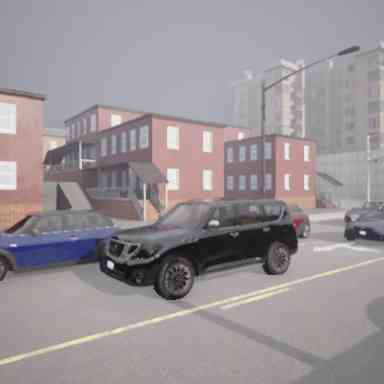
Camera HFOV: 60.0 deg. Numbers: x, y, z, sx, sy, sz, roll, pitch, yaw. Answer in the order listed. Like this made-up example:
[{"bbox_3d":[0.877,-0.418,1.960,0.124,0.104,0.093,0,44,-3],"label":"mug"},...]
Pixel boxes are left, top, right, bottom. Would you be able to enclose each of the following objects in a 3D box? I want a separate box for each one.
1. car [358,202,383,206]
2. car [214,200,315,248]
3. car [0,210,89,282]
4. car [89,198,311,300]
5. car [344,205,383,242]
[{"bbox_3d":[11.788,1.382,21.574,4.902,1.511,2.128,0,0,-37],"label":"car"},{"bbox_3d":[3.413,1.295,15.317,4.553,1.767,2.097,0,0,-37],"label":"car"},{"bbox_3d":[-4.265,1.343,9.610,4.553,1.767,2.097,0,0,-36],"label":"car"},{"bbox_3d":[0.473,1.197,8.748,5.566,2.045,2.150,0,0,-37],"label":"car"},{"bbox_3d":[8.626,1.487,14.838,4.181,1.385,1.994,0,0,-36],"label":"car"}]
